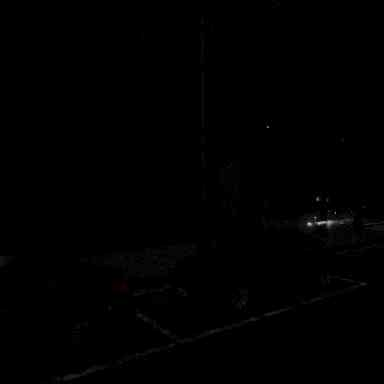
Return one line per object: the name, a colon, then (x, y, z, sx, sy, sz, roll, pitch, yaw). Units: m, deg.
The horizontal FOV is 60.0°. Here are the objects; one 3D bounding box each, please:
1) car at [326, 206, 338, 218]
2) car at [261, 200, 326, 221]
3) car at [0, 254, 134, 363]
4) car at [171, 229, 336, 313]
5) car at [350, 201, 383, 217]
car: (10.291, 1.480, 29.145, 1.837, 1.490, 4.892, 0, 0, -36)
car: (7.709, 1.532, 27.169, 2.033, 1.411, 5.357, 0, 0, -36)
car: (-2.855, 1.582, 4.498, 4.206, 1.307, 1.802, 0, 0, -35)
car: (1.583, 1.566, 7.663, 4.313, 1.339, 1.947, 0, 0, -35)
car: (15.679, 1.483, 27.624, 1.837, 1.490, 4.892, 0, 0, -36)
